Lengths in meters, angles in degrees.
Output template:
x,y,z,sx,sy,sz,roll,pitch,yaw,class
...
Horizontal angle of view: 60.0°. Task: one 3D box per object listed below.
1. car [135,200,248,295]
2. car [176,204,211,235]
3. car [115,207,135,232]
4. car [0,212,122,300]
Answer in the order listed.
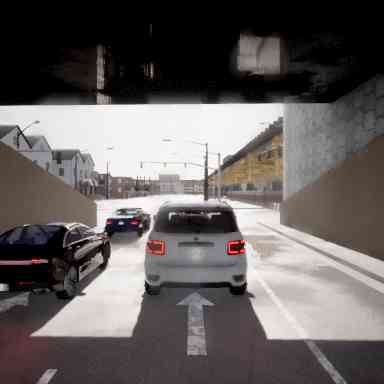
x,y,z,sx,sy,sz,roll,pitch,yaw,class
0.083,1.221,8.884,2.150,2.045,5.566,0,0,0,car
0.053,1.525,19.589,1.812,1.442,4.674,0,0,-1,car
-3.421,1.548,18.542,2.033,1.411,5.357,0,0,0,car
-3.422,1.492,8.375,2.128,1.511,4.902,0,0,0,car
